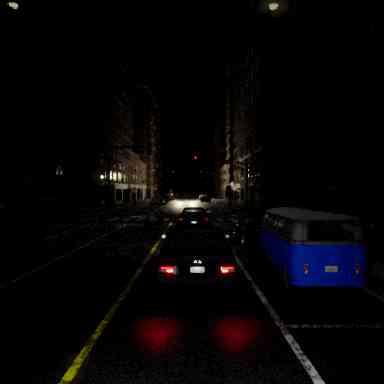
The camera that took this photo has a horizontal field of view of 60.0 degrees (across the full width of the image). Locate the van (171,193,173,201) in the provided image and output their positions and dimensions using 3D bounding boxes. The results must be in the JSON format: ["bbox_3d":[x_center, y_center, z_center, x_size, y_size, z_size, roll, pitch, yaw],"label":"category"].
[{"bbox_3d":[-5.685,1.305,74.104,1.690,1.788,3.998,0,0,0],"label":"van"}]

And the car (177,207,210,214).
[{"bbox_3d":[0.097,1.557,19.243,1.994,1.385,4.181,0,0,0],"label":"car"}]

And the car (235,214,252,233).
[{"bbox_3d":[2.853,1.562,14.314,1.947,1.339,4.313,0,0,0],"label":"car"}]

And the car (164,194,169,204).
[{"bbox_3d":[-5.681,1.517,57.751,2.008,1.369,4.403,0,0,0],"label":"car"}]

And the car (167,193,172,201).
[{"bbox_3d":[-5.683,1.509,68.653,1.887,1.381,4.507,0,0,0],"label":"car"}]

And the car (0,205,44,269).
[{"bbox_3d":[-5.671,1.313,8.612,2.192,1.841,5.009,0,0,0],"label":"car"}]

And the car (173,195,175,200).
[{"bbox_3d":[-5.685,1.516,79.554,2.008,1.369,4.403,0,0,0],"label":"car"}]

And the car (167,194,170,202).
[{"bbox_3d":[-5.682,1.509,63.202,1.887,1.381,4.507,0,0,0],"label":"car"}]

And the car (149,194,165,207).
[{"bbox_3d":[-5.680,1.493,52.131,1.752,1.417,4.829,0,0,0],"label":"car"}]

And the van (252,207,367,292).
[{"bbox_3d":[2.853,1.339,8.653,1.690,1.788,3.998,0,0,0],"label":"van"}]

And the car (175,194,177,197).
[{"bbox_3d":[-5.687,1.282,85.005,2.192,1.841,5.009,0,0,0],"label":"car"}]

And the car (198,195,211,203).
[{"bbox_3d":[2.841,1.404,68.690,1.967,1.590,4.097,0,0,0],"label":"car"}]

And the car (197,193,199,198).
[{"bbox_3d":[2.840,1.516,79.588,2.008,1.369,4.403,0,0,0],"label":"car"}]

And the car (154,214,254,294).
[{"bbox_3d":[0.099,1.546,8.923,2.033,1.411,5.357,0,0,0],"label":"car"}]
